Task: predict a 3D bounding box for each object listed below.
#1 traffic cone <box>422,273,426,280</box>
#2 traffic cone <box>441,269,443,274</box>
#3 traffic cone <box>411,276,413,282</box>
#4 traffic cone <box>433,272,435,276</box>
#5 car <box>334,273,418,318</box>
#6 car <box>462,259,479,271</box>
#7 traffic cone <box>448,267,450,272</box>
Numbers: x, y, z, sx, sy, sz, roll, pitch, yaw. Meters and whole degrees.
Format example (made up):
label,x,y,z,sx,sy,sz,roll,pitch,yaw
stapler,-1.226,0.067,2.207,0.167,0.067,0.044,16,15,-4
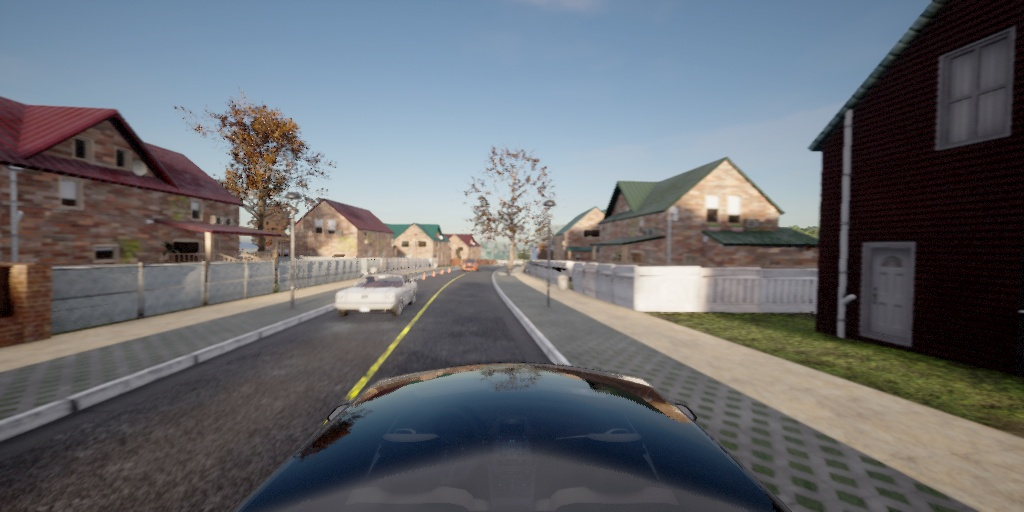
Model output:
label,x,y,z,sx,sy,sz,roll,pitch,yaw
traffic cone,-7.348,1.666,29.961,0.340,0.580,0.340,0,0,-4
traffic cone,-7.799,1.707,40.050,0.340,0.580,0.340,0,0,-1
traffic cone,-6.977,1.655,24.926,0.340,0.580,0.340,0,0,-5
traffic cone,-7.622,1.683,35.003,0.340,0.580,0.340,0,0,-3
car,-4.680,1.306,12.998,1.895,1.301,4.718,1,0,-7
car,-5.749,1.197,49.880,2.097,1.767,4.553,1,0,-1
traffic cone,-7.881,1.737,45.098,0.340,0.580,0.340,0,0,0
